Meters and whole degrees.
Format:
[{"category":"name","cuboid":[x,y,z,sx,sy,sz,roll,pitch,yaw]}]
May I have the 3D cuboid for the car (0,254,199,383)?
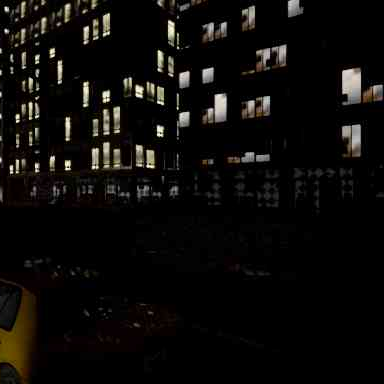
[{"category":"car","cuboid":[-2.208,1.525,4.445,4.829,1.417,1.752,0,0,36]}]
